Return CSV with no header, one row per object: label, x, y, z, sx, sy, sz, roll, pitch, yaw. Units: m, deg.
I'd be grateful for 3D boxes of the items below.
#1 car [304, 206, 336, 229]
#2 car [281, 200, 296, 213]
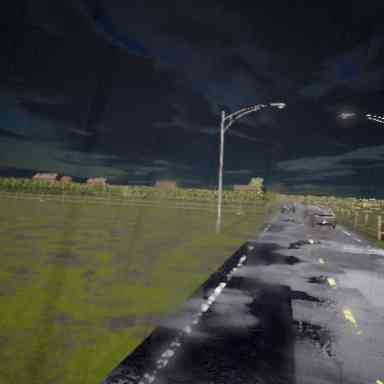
car,10.944,2.186,28.022,2.128,1.511,4.902,2,0,17
car,15.933,2.337,54.940,2.150,2.045,5.566,2,0,16
